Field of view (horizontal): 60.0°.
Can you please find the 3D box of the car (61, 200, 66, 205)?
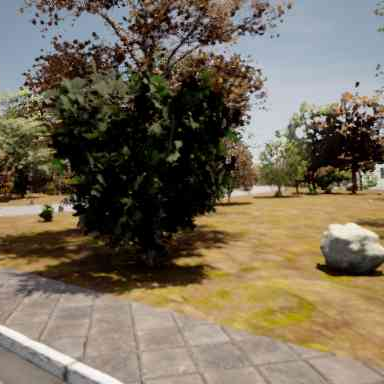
[{"bbox_3d":[-17.610,1.167,50.475,1.837,1.490,4.892,0,2,39],"label":"car"}]
